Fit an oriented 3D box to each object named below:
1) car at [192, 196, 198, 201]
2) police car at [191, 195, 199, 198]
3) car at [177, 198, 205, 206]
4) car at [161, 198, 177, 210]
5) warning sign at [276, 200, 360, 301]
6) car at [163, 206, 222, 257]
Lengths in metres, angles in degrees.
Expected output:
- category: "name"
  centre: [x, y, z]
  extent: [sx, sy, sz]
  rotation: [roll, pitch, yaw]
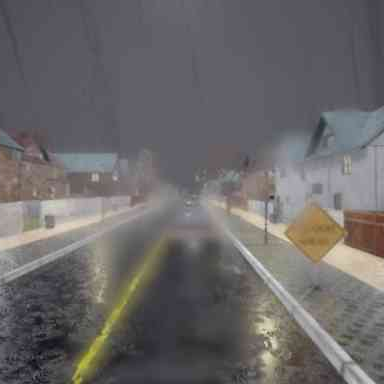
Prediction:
- category: "car"
  centre: [0.787, 1.812, 90.791]
  extent: [1.812, 1.442, 4.674]
  rotation: [0, 0, 0]
- category: "police car"
  centre: [0.791, 1.649, 80.901]
  extent: [1.930, 1.638, 5.238]
  rotation: [0, 0, 0]
- category: "car"
  centre: [0.073, 1.504, 28.268]
  extent: [2.128, 1.511, 4.902]
  rotation: [0, 0, 0]
- category: "car"
  centre: [-2.857, 1.544, 42.778]
  extent: [1.837, 1.490, 4.892]
  rotation: [0, 0, 0]
- category: "warning sign"
  centre: [2.505, 1.113, 6.796]
  extent: [1.300, 1.860, 1.060]
  rotation: [-1, -1, 0]
- category: "car"
  centre: [0.078, 1.491, 12.850]
  extent: [2.128, 1.511, 4.902]
  rotation: [0, 0, 0]
